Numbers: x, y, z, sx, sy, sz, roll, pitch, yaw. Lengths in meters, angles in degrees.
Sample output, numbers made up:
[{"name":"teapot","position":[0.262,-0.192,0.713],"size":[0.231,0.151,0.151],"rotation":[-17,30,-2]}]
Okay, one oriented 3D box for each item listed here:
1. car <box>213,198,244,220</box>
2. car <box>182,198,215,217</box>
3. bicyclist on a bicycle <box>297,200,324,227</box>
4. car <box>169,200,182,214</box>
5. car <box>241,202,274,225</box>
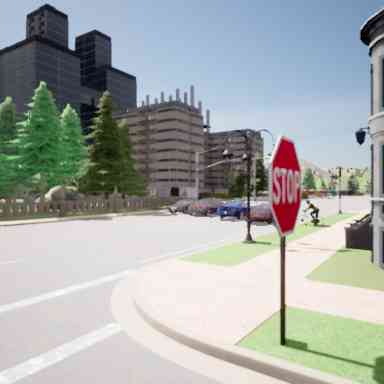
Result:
[{"name":"car","position":[4.066,1.516,28.975],"size":[1.882,1.535,5.008],"rotation":[0,0,33]},{"name":"car","position":[1.443,1.390,31.664],"size":[2.097,1.767,4.553],"rotation":[0,0,34]},{"name":"bicyclist on a bicycle","position":[7.423,1.339,20.820],"size":[1.656,1.620,0.582],"rotation":[0,0,33]},{"name":"car","position":[-0.509,1.532,35.052],"size":[2.128,1.511,4.902],"rotation":[0,0,34]},{"name":"car","position":[5.676,1.602,25.044],"size":[1.994,1.385,4.181],"rotation":[0,0,33]}]
